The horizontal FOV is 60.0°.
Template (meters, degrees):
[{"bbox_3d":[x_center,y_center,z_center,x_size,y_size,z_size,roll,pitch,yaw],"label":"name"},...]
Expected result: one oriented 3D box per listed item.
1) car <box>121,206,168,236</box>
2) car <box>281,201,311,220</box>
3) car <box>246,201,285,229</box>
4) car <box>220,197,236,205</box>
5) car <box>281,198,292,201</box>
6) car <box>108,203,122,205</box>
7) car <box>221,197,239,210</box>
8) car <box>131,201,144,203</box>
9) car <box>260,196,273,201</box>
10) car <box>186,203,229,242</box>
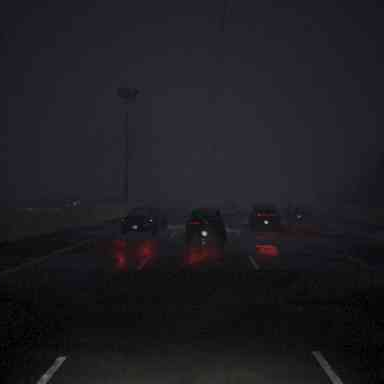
[{"bbox_3d":[-2.551,1.530,18.560,1.812,1.442,4.674,0,0,6],"label":"car"},{"bbox_3d":[9.334,1.755,30.042,1.895,1.301,4.718,1,0,9],"label":"car"},{"bbox_3d":[4.803,1.595,22.478,1.837,1.490,4.892,0,-1,8],"label":"car"},{"bbox_3d":[6.809,1.688,62.496,1.837,1.490,4.892,0,0,19],"label":"car"},{"bbox_3d":[17.408,1.774,61.100,1.882,1.535,5.008,0,0,20],"label":"car"},{"bbox_3d":[-11.688,1.435,49.362,1.882,1.535,5.008,1,0,14],"label":"car"},{"bbox_3d":[5.505,1.742,46.580,1.895,1.301,4.718,1,0,15],"label":"car"},{"bbox_3d":[-8.026,1.598,49.592,1.895,1.301,4.718,1,0,14],"label":"car"},{"bbox_3d":[13.892,1.612,61.699,2.097,1.767,4.553,1,0,20],"label":"car"},{"bbox_3d":[0.777,1.543,16.853,1.837,1.490,4.892,0,0,5],"label":"car"}]
